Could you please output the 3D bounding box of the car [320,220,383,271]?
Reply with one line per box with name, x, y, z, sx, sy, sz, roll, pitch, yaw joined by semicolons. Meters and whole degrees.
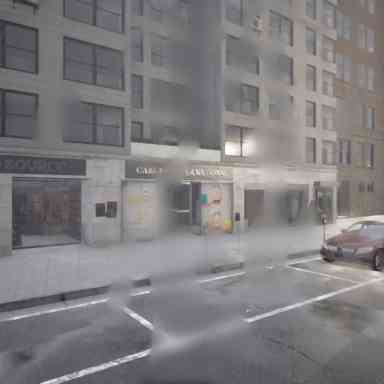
car;5.935;1.583;10.802;4.206;1.307;1.802;0;0;-36
